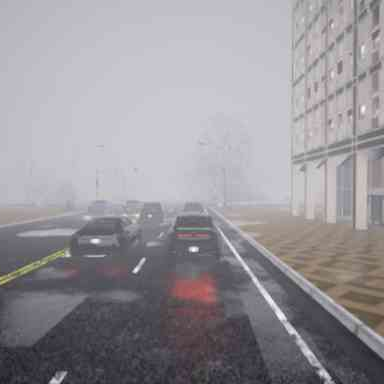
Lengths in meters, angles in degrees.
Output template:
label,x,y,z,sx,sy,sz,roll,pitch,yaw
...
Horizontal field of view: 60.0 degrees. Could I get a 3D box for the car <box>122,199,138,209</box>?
label,x,y,z,sx,sy,sz,roll,pitch,yaw
car,-6.565,1.581,37.163,1.837,1.490,4.892,0,-1,0

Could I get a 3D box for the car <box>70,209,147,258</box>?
label,x,y,z,sx,sy,sz,roll,pitch,yaw
car,-3.174,1.596,12.995,1.994,1.385,4.181,0,0,0

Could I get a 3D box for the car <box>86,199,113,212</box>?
label,x,y,z,sx,sy,sz,roll,pitch,yaw
car,-9.820,1.550,35.685,1.882,1.535,5.008,0,0,0

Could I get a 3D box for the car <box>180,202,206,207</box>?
label,x,y,z,sx,sy,sz,roll,pitch,yaw
car,0.078,1.565,27.756,1.837,1.490,4.892,0,0,0

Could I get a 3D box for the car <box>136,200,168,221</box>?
label,x,y,z,sx,sy,sz,roll,pitch,yaw
car,-3.172,1.565,27.759,1.837,1.490,4.892,0,0,0

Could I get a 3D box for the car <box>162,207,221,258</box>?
label,x,y,z,sx,sy,sz,roll,pitch,yaw
car,0.075,1.538,12.848,1.837,1.490,4.892,0,0,0
